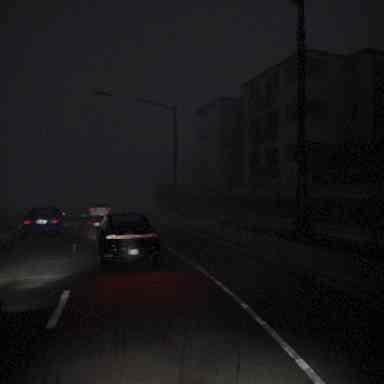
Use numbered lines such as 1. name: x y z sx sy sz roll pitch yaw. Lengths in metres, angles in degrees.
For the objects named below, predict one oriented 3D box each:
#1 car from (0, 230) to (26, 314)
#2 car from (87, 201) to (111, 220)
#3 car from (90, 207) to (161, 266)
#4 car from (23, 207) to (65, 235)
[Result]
1. car: -3.851 1.503 3.564 2.128 1.511 4.902 0 0 -7
2. car: -7.847 1.506 28.075 1.812 1.442 4.674 0 0 -19
3. car: -2.351 1.477 11.640 2.128 1.511 4.902 0 0 -17
4. car: -8.369 1.549 18.993 2.033 1.411 5.357 0 0 -19
